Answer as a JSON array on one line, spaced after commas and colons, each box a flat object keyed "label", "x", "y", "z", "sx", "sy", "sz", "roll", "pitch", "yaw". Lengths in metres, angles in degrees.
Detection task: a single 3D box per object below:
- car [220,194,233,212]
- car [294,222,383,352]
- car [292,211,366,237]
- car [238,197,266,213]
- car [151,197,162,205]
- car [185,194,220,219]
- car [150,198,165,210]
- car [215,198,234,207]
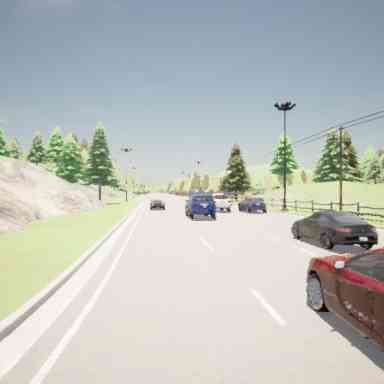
[{"label": "car", "x": 3.028, "y": 1.245, "z": 39.360, "sx": 2.150, "sy": 2.045, "sz": 5.566, "roll": 0, "pitch": 0, "yaw": -7}, {"label": "car", "x": 3.307, "y": 1.480, "z": 4.672, "sx": 1.882, "sy": 1.535, "sz": 5.008, "roll": 0, "pitch": 0, "yaw": -3}, {"label": "car", "x": 5.956, "y": 1.535, "z": 14.317, "sx": 1.812, "sy": 1.442, "sz": 4.674, "roll": 0, "pitch": 0, "yaw": -6}, {"label": "car", "x": 6.744, "y": 1.377, "z": 37.803, "sx": 2.097, "sy": 1.767, "sz": 4.553, "roll": 0, "pitch": 0, "yaw": -8}, {"label": "car", "x": -6.382, "y": 1.640, "z": 59.140, "sx": 1.895, "sy": 1.301, "sz": 4.718, "roll": 0, "pitch": 0, "yaw": -7}, {"label": "car", "x": 0.689, "y": 1.243, "z": 29.436, "sx": 2.150, "sy": 2.045, "sz": 5.566, "roll": 0, "pitch": 0, "yaw": -7}, {"label": "car", "x": -4.542, "y": 1.630, "z": 43.723, "sx": 1.895, "sy": 1.301, "sz": 4.718, "roll": 0, "pitch": 0, "yaw": -7}, {"label": "car", "x": 5.029, "y": 1.635, "z": 52.119, "sx": 1.895, "sy": 1.301, "sz": 4.718, "roll": 0, "pitch": 0, "yaw": -7}]
